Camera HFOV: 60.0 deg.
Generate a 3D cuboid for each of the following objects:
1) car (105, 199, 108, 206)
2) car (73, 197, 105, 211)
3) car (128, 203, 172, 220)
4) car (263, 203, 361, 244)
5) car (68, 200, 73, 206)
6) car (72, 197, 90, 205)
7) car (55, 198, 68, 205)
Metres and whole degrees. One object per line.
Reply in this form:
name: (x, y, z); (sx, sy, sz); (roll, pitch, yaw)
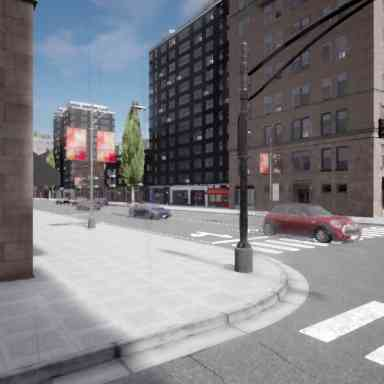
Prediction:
car: (-16.229, 1.714, 58.073); (2.128, 1.511, 4.902); (0, 0, -36)
car: (-13.208, 1.720, 42.480); (1.994, 1.385, 4.181); (0, 0, -36)
car: (-3.834, 1.643, 29.451); (2.033, 1.411, 5.357); (0, 0, -36)
car: (5.703, 1.383, 16.235); (2.097, 1.767, 4.553); (0, 0, -36)
car: (-18.945, 1.743, 56.290); (1.812, 1.442, 4.674); (0, 0, -36)
car: (-22.135, 1.749, 66.259); (2.128, 1.511, 4.902); (0, 0, -36)
car: (-25.310, 1.857, 65.105); (1.895, 1.301, 4.718); (0, 0, -36)
